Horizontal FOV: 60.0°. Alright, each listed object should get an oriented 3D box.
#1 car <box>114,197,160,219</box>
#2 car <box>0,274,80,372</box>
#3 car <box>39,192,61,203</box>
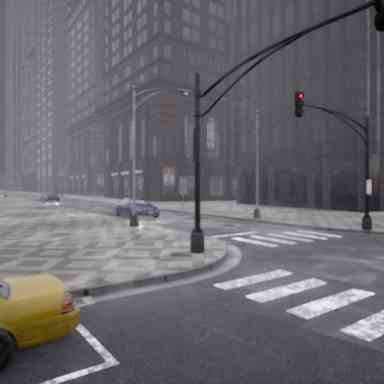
[{"bbox_3d":[-4.101,1.112,24.059,1.812,1.442,4.674,0,1,-36],"label":"car"},{"bbox_3d":[-3.887,1.527,3.872,4.829,1.417,1.752,0,0,-36],"label":"car"},{"bbox_3d":[-19.533,0.668,45.474,2.033,1.411,5.357,0,1,-35],"label":"car"}]
